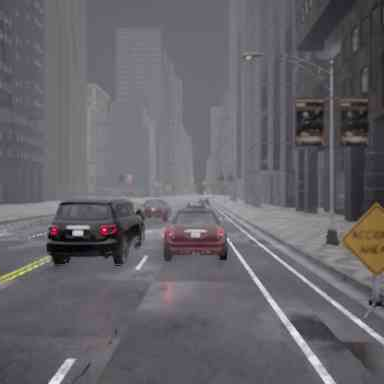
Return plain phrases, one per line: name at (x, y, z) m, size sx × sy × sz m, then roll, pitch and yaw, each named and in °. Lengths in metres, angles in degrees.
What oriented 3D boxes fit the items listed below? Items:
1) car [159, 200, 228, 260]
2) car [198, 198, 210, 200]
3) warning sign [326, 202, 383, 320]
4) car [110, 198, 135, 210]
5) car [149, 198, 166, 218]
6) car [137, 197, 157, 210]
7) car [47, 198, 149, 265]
car at (0.136, 1.362, 12.554) m, size 2.097 × 1.767 × 4.553 m, roll 0°, pitch 0°, yaw 1°
car at (0.313, 1.520, 27.951) m, size 2.128 × 1.511 × 4.902 m, roll 0°, pitch 0°, yaw 1°
warning sign at (3.231, 1.119, 5.852) m, size 1.300 × 1.860 × 1.060 m, roll 0°, pitch 0°, yaw 0°
car at (-9.270, 1.602, 44.825) m, size 2.033 × 1.411 × 5.357 m, roll 0°, pitch 0°, yaw 2°
car at (-2.942, 1.380, 27.751) m, size 2.097 × 1.767 × 4.553 m, roll 0°, pitch 0°, yaw 1°
car at (-6.021, 1.532, 44.666) m, size 1.882 × 1.535 × 5.008 m, roll 0°, pitch 0°, yaw 2°
car at (-3.120, 1.228, 11.857) m, size 2.150 × 2.045 × 5.566 m, roll 0°, pitch 0°, yaw 1°
